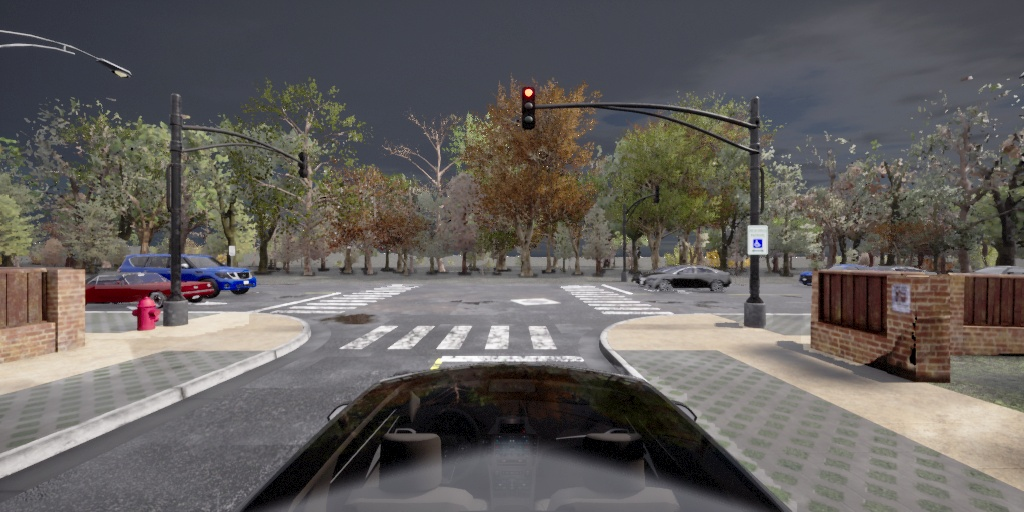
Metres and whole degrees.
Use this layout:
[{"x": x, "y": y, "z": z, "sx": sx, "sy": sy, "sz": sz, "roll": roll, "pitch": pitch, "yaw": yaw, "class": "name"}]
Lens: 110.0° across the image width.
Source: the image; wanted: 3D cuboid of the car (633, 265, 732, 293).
[{"x": 9.975, "y": 1.286, "z": 20.750, "sx": 4.902, "sy": 1.511, "sz": 2.128, "roll": 0, "pitch": 0, "yaw": 0, "class": "car"}]

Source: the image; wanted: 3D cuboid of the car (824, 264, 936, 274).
[{"x": 21.592, "y": 1.325, "z": 20.762, "sx": 4.902, "sy": 1.511, "sz": 2.128, "roll": 0, "pitch": 0, "yaw": 0, "class": "car"}]

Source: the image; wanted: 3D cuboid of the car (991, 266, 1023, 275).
[{"x": 31.751, "y": 1.357, "z": 20.767, "sx": 4.902, "sy": 1.511, "sz": 2.128, "roll": 0, "pitch": 0, "yaw": 0, "class": "car"}]

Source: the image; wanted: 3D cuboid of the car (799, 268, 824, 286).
[{"x": 22.091, "y": 1.316, "z": 24.013, "sx": 5.008, "sy": 1.535, "sz": 1.882, "roll": 0, "pitch": 0, "yaw": 0, "class": "car"}]

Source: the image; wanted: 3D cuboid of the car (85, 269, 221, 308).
[{"x": -14.636, "y": 1.295, "z": 14.012, "sx": 4.718, "sy": 1.301, "sz": 1.895, "roll": 0, "pitch": 0, "yaw": -3, "class": "car"}]

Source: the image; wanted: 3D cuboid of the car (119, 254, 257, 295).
[{"x": -15.562, "y": 0.916, "z": 17.262, "sx": 5.566, "sy": 2.045, "sz": 2.150, "roll": 0, "pitch": 0, "yaw": 0, "class": "car"}]

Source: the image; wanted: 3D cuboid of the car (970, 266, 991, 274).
[{"x": 32.689, "y": 1.397, "z": 24.012, "sx": 4.674, "sy": 1.442, "sz": 1.812, "roll": 0, "pitch": 0, "yaw": 0, "class": "car"}]

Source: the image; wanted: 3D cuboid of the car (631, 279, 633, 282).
[{"x": 10.866, "y": 1.348, "z": 23.999, "sx": 5.357, "sy": 1.411, "sz": 2.033, "roll": 0, "pitch": 0, "yaw": 0, "class": "car"}]
